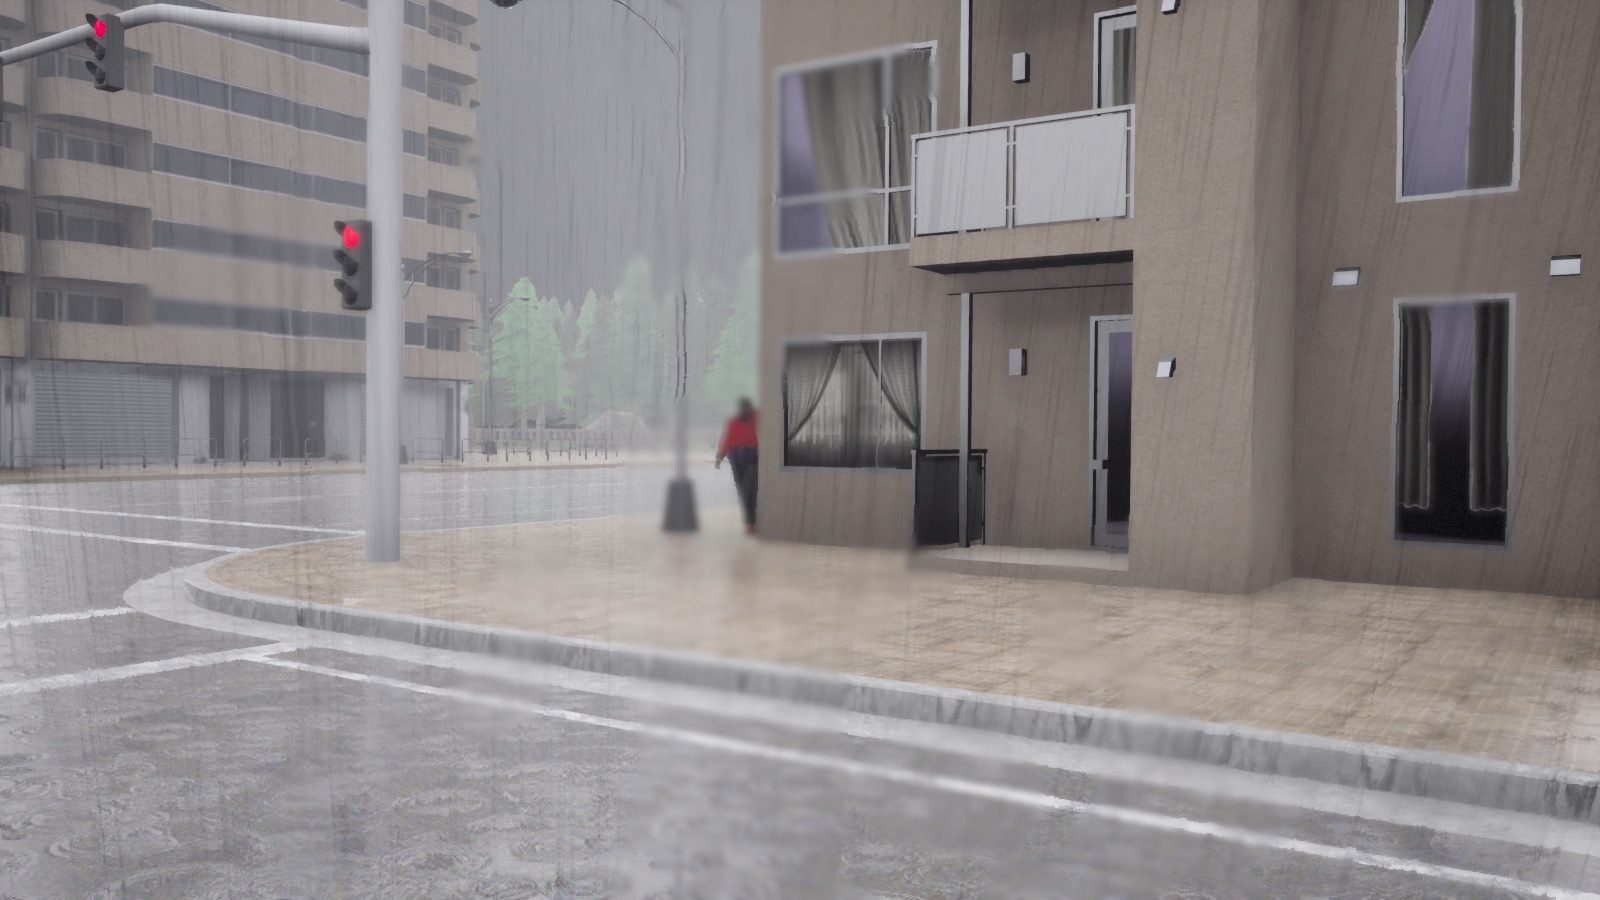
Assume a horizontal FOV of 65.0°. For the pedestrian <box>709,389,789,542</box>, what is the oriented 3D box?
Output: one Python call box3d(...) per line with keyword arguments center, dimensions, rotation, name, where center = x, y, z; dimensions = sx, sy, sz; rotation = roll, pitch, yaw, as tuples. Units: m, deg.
box3d(center=(-0.632, 0.181, 15.736), dimensions=(0.634, 1.844, 0.899), rotation=(0, 1, 26), name="pedestrian")
